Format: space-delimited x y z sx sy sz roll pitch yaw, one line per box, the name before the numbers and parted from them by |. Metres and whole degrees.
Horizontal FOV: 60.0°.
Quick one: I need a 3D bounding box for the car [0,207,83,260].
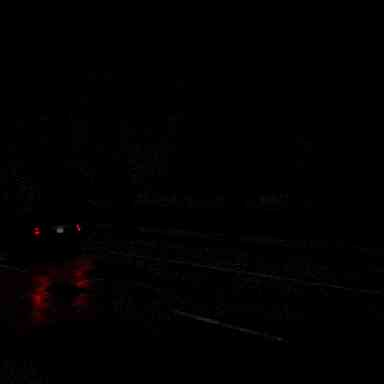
car | -6.278 1.354 12.742 4.553 1.767 2.097 0 0 36
